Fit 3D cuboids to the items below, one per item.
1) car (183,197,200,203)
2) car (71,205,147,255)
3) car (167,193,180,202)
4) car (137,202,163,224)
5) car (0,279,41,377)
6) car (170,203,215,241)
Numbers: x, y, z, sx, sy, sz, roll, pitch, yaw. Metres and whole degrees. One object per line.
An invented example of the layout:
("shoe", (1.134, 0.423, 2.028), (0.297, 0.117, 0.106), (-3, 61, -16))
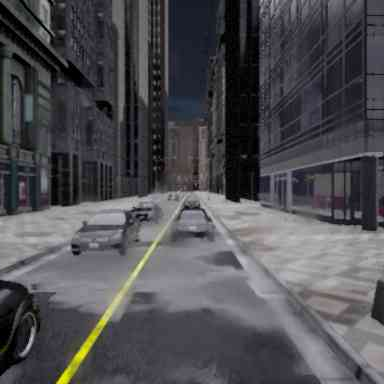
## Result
("car", (-0.020, 1.256, 38.222), (1.895, 1.301, 4.718), (0, 1, 0))
("car", (-3.127, 1.435, 12.972), (1.812, 1.442, 4.674), (0, 0, 0))
("car", (-3.224, 0.910, 58.116), (2.128, 1.511, 4.902), (0, 1, 0))
("car", (-3.116, 1.385, 22.969), (1.994, 1.385, 4.181), (0, 1, 1))
("car", (-3.104, 1.549, 2.992), (1.994, 1.385, 4.181), (0, 0, 0))
("car", (0.042, 1.443, 15.871), (1.994, 1.385, 4.181), (0, 1, 0))
